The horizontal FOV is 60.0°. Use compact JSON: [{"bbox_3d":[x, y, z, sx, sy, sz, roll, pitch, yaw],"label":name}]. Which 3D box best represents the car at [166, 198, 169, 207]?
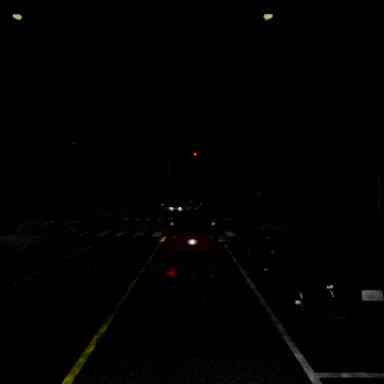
[{"bbox_3d":[-5.753,2.260,61.164,1.802,1.307,4.206,0,-1,0],"label":"car"}]

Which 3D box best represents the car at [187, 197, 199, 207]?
[{"bbox_3d":[0.035,2.265,66.432,1.812,1.442,4.674,0,0,0],"label":"car"}]

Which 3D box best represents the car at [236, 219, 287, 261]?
[{"bbox_3d":[2.765,1.685,12.682,2.008,1.369,4.403,0,-1,0],"label":"car"}]

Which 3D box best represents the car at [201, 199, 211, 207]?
[{"bbox_3d":[2.773,2.182,66.627,1.967,1.590,4.097,0,-1,0],"label":"car"}]

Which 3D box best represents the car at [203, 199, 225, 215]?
[{"bbox_3d":[2.769,1.740,39.348,2.192,1.841,5.009,0,-1,0],"label":"car"}]

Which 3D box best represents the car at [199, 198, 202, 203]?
[{"bbox_3d":[2.772,2.229,61.170,2.008,1.369,4.403,0,-1,0],"label":"car"}]

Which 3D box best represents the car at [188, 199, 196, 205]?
[{"bbox_3d":[0.013,2.371,79.879,1.994,1.385,4.181,0,-1,0],"label":"car"}]

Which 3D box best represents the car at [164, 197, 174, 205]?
[{"bbox_3d":[-5.749,2.247,82.993,2.192,1.841,5.009,0,-1,0],"label":"car"}]

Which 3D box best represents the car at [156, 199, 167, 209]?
[{"bbox_3d":[-5.754,2.165,55.707,2.008,1.369,4.403,0,-1,0],"label":"car"}]

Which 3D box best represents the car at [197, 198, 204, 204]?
[{"bbox_3d":[2.369,2.519,89.998,1.837,1.490,4.892,0,-1,0],"label":"car"}]

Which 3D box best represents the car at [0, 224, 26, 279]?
[{"bbox_3d":[-5.761,1.627,7.162,2.008,1.369,4.403,0,-1,0],"label":"car"}]

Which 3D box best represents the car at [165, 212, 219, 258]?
[{"bbox_3d":[0.025,1.707,13.438,1.994,1.385,4.181,0,-1,0],"label":"car"}]

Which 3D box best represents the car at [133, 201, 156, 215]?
[{"bbox_3d":[-5.756,1.991,39.337,1.947,1.339,4.313,0,-1,0],"label":"car"}]

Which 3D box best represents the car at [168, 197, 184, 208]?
[{"bbox_3d":[-3.026,2.176,62.906,1.882,1.535,5.008,0,-1,1],"label":"car"}]

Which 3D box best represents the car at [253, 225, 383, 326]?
[{"bbox_3d":[2.764,1.643,7.169,1.947,1.339,4.313,0,-1,0],"label":"car"}]

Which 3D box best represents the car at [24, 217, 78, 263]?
[{"bbox_3d":[-5.760,1.658,12.504,1.752,1.417,4.829,0,-1,0],"label":"car"}]

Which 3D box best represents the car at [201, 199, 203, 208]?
[{"bbox_3d":[2.771,2.117,50.257,1.947,1.339,4.313,0,-1,0],"label":"car"}]

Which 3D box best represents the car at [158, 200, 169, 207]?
[{"bbox_3d":[-5.752,2.323,66.620,1.802,1.307,4.206,0,-1,0],"label":"car"}]
